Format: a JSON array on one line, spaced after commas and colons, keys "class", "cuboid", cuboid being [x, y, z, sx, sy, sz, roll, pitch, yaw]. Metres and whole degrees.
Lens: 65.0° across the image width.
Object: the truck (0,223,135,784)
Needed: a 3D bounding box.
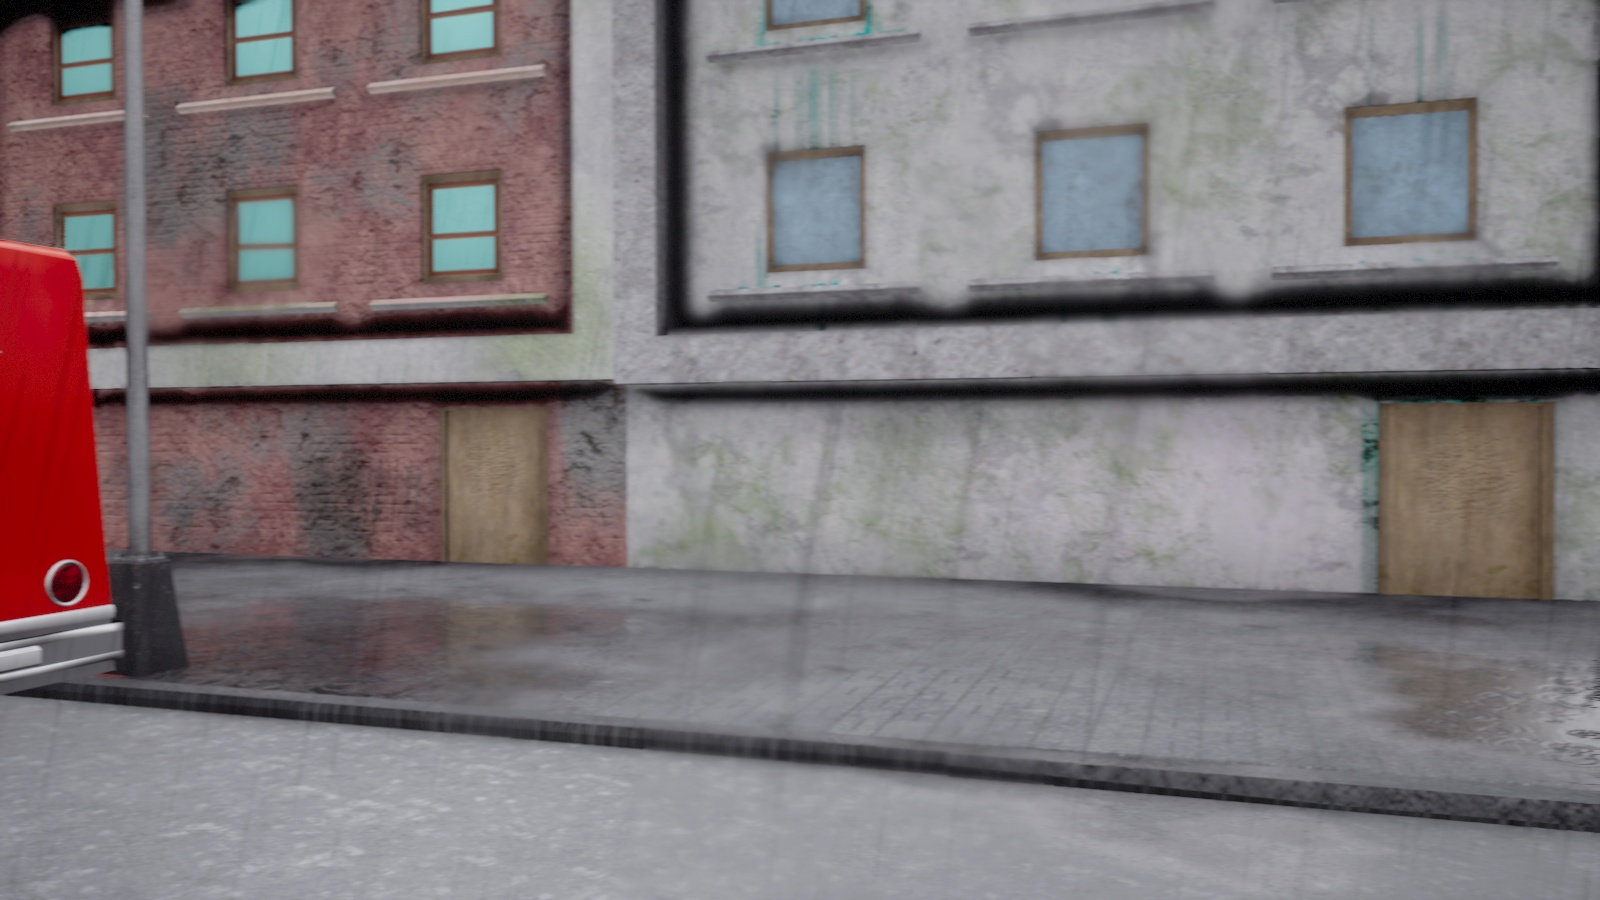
[{"class": "truck", "cuboid": [-6.177, 0.224, 5.792, 5.204, 2.467, 2.627, 1, 1, 19]}]
